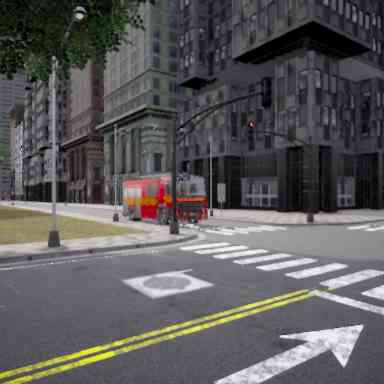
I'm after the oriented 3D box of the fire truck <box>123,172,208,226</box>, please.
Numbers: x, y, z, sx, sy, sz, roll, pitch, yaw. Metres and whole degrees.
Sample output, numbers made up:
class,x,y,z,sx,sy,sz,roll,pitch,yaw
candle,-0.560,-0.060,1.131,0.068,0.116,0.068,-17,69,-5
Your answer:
class,x,y,z,sx,sy,sz,roll,pitch,yaw
fire truck,-2.405,0.501,25.875,2.891,3.827,8.468,0,-1,-35
